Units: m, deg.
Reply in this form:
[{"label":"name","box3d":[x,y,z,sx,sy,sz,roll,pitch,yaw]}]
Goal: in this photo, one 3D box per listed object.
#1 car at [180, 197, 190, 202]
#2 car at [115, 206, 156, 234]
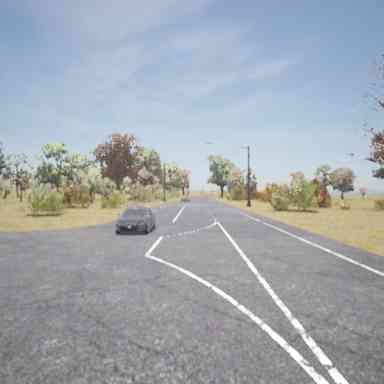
[{"label":"car","box3d":[-1.750,1.906,85.625,1.994,1.385,4.181,0,0,7]},{"label":"car","box3d":[-3.296,1.620,20.055,1.837,1.490,4.892,0,0,1]}]
